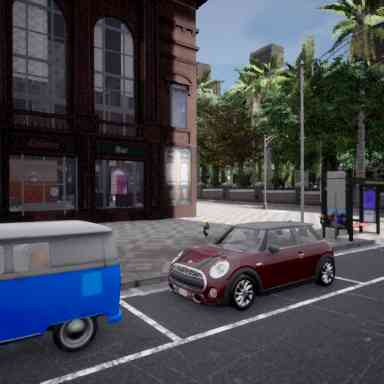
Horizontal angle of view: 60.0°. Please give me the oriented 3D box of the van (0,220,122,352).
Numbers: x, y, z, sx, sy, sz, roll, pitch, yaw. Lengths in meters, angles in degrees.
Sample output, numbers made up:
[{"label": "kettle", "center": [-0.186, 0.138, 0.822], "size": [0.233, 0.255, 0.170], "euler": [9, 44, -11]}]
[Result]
[{"label": "van", "center": [-2.970, 1.341, 4.536], "size": [3.998, 1.788, 1.690], "euler": [0, 0, -36]}]

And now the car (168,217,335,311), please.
[{"label": "car", "center": [1.445, 1.439, 7.689], "size": [4.097, 1.590, 1.967], "euler": [0, 0, -36]}]
